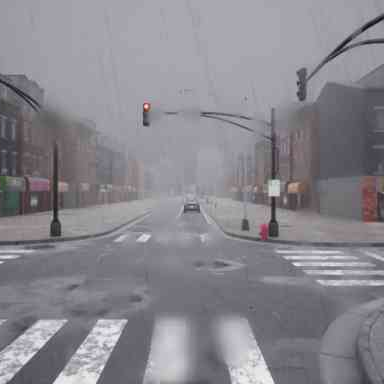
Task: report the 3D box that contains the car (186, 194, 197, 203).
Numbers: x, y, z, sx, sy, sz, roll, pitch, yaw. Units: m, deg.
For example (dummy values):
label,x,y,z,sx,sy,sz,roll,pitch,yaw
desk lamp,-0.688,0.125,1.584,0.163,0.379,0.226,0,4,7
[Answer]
label,x,y,z,sx,sy,sz,roll,pitch,yaw
car,-0.140,1.326,70.353,2.192,1.841,5.009,0,0,0

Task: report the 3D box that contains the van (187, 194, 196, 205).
label,x,y,z,sx,sy,sz,roll,pitch,yaw
van,-0.099,1.344,59.142,1.690,1.788,3.998,0,0,0

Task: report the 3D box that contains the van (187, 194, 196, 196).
label,x,y,z,sx,sy,sz,roll,pitch,yaw
van,-0.079,1.341,53.537,1.690,1.788,3.998,0,0,0

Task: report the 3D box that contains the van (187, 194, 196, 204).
label,x,y,z,sx,sy,sz,roll,pitch,yaw
van,-0.119,1.348,64.748,1.690,1.788,3.998,0,0,0

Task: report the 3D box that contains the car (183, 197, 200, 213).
label,x,y,z,sx,sy,sz,roll,pitch,yaw
car,-0.016,1.563,36.720,1.947,1.339,4.313,0,0,0
